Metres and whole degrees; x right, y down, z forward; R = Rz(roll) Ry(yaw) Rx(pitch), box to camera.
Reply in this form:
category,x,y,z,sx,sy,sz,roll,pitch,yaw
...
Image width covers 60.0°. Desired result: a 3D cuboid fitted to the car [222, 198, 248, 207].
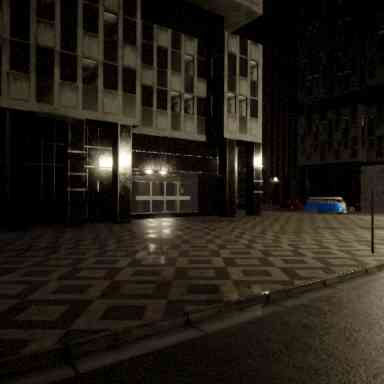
category,x,y,z,sx,sy,sz,roll,pitch,yaw
car,7.423,1.837,57.643,1.752,1.417,4.829,0,0,-36

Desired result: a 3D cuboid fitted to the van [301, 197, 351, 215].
category,x,y,z,sx,sy,sz,roll,pitch,yaw
van,13.734,1.423,34.161,1.690,1.788,3.998,0,0,-36

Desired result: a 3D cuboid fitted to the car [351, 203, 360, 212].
category,x,y,z,sx,sy,sz,roll,pitch,yaw
car,20.664,1.722,39.125,1.947,1.339,4.313,0,0,-36

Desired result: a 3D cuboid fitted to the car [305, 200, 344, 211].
category,x,y,z,sx,sy,sz,roll,pitch,yaw
car,17.378,1.747,43.720,2.008,1.369,4.403,0,0,-36

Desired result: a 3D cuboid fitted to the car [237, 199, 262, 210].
category,x,y,z,sx,sy,sz,roll,pitch,yaw
car,7.164,1.705,43.350,1.887,1.381,4.507,0,0,-36

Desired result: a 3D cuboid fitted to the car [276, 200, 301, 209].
category,x,y,z,sx,sy,sz,roll,pitch,yaw
car,14.093,1.816,48.315,1.802,1.307,4.206,0,0,-36
